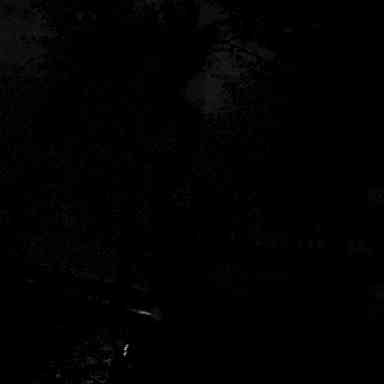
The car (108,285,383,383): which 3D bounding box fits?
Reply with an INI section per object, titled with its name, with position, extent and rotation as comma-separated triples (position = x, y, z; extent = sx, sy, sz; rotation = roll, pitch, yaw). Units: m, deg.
[car]
position = 1.224, 1.564, 2.810
extent = 4.181, 1.385, 1.994
rotation = 0, 0, 36
